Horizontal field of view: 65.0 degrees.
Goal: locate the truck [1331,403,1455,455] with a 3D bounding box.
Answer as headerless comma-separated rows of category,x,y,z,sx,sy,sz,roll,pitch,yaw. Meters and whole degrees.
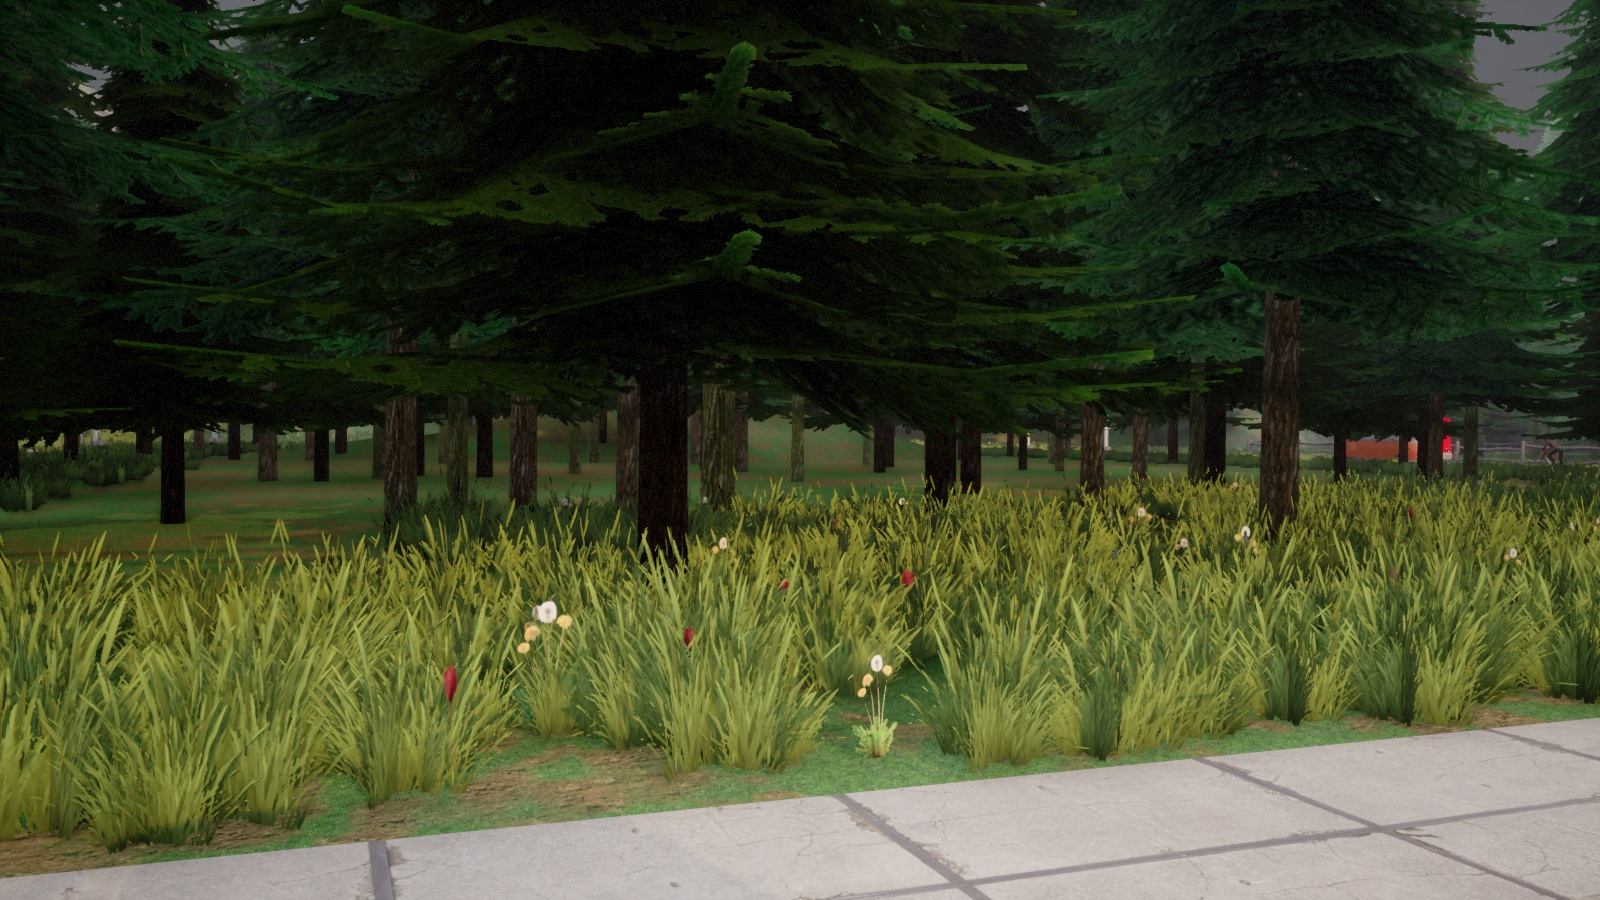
truck,29.091,-1.036,61.830,2.627,2.467,5.204,-1,1,-20

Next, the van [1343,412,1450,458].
van,27.052,-0.698,57.135,1.775,1.987,4.442,-1,1,-20
